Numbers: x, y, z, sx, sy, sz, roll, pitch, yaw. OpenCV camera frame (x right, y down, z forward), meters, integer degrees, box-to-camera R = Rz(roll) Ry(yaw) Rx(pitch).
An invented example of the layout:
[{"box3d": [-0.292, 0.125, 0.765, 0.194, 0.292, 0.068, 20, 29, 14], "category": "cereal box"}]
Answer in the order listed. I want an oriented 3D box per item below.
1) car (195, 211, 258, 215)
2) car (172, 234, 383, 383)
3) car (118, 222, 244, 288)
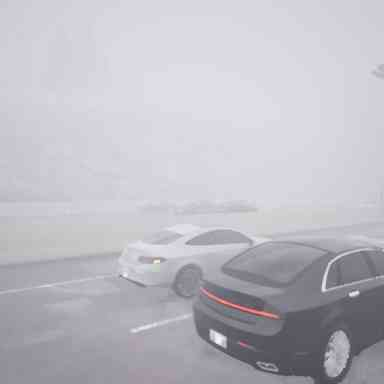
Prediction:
[{"box3d": [2.454, 1.430, 23.113, 4.902, 1.511, 2.128, 0, 0, -36], "category": "car"}, {"box3d": [2.267, 1.493, 5.392, 4.892, 1.490, 1.837, 0, 0, -36], "category": "car"}, {"box3d": [0.459, 1.502, 8.406, 4.674, 1.442, 1.812, 0, 0, -36], "category": "car"}]
